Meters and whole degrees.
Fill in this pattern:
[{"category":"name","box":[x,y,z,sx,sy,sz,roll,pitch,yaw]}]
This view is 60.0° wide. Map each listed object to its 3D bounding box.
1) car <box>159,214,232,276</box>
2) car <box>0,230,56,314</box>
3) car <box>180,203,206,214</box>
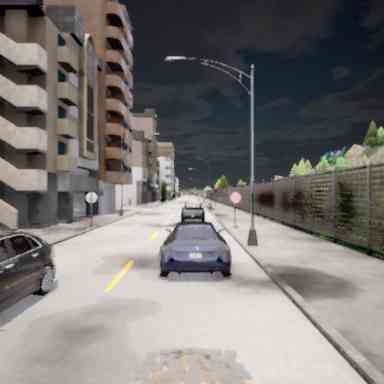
[{"category":"car","box":[0.090,1.601,10.493,1.994,1.385,4.181,0,0,0]},{"category":"car","box":[-4.103,1.526,5.962,1.837,1.490,4.892,0,0,0]},{"category":"car","box":[0.082,1.581,26.474,2.128,1.511,4.902,0,-1,0]}]
